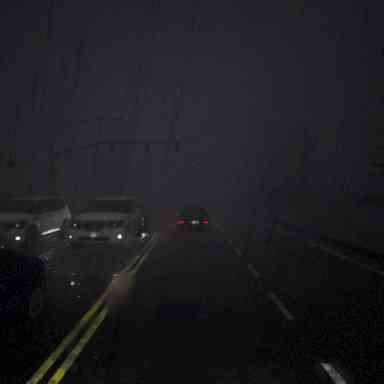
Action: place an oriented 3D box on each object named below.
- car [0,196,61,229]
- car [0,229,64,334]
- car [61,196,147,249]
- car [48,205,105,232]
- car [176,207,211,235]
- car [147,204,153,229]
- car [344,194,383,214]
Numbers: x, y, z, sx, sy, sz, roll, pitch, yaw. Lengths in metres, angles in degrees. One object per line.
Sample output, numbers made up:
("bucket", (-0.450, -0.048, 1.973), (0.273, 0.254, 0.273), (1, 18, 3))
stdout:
("car", (-7.076, 1.210, 14.354), (2.150, 2.045, 5.566), (0, 0, 1))
("car", (-3.592, 1.522, 4.464), (1.812, 1.442, 4.674), (0, 0, 0))
("car", (-3.578, 1.211, 14.797), (2.150, 2.045, 5.566), (0, 0, 0))
("car", (-7.013, 1.583, 20.712), (1.895, 1.301, 4.718), (0, 0, 0))
("car", (0.088, 1.531, 18.690), (2.033, 1.411, 5.357), (0, 0, 0))
("car", (-3.513, 1.492, 20.744), (1.837, 1.490, 4.892), (0, 0, 0))
("car", (18.616, 1.193, 34.095), (5.566, 2.045, 2.150), (0, 0, 1))
